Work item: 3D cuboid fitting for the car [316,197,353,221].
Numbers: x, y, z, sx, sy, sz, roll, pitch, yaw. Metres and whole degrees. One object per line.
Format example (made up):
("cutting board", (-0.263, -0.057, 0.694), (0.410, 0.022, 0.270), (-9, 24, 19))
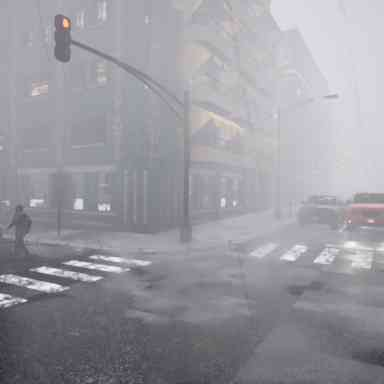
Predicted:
("car", (10.471, 1.182, 24.263), (1.887, 1.381, 4.507), (2, 2, 30))

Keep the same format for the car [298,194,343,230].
("car", (7.667, 1.033, 19.446), (2.192, 1.841, 5.009), (2, 2, 30))

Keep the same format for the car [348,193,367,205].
("car", (21.700, 0.884, 43.510), (1.947, 1.339, 4.313), (2, 2, 30))

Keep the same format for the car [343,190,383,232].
("car", (9.698, 0.965, 17.856), (2.150, 2.045, 5.566), (1, 1, 30))

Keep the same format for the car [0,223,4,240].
("car", (-10.065, 1.578, 14.760), (4.206, 1.307, 1.802), (0, 0, 31))

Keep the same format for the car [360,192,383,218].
("car", (14.565, 0.959, 26.097), (2.097, 1.767, 4.553), (1, 1, 31))

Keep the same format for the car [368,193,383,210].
("car", (19.698, 0.955, 34.762), (2.128, 1.511, 4.902), (1, 1, 30))

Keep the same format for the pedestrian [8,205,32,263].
("pedestrian", (-5.475, 1.291, 10.581), (0.375, 1.860, 0.375), (1, 1, 31))

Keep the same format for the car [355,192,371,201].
("car", (27.313, 0.725, 53.133), (1.947, 1.339, 4.313), (2, 2, 30))

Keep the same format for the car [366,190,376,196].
("car", (44.155, 0.265, 82.003), (1.802, 1.307, 4.206), (2, 2, 30))
